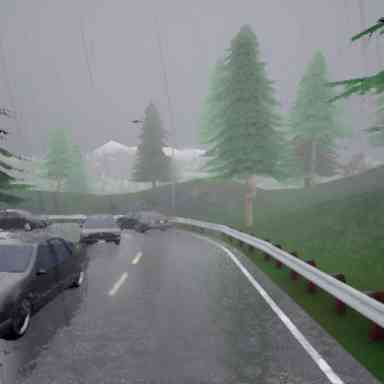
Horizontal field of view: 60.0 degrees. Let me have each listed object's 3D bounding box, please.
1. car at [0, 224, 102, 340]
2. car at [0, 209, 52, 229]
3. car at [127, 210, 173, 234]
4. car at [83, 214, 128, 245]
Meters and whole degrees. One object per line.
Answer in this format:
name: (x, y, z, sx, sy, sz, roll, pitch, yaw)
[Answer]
car: (-3.681, 1.701, 7.043, 2.033, 1.411, 5.357, -1, -1, -1)
car: (-12.587, 2.030, 23.977, 4.892, 1.490, 1.837, -1, -1, 9)
car: (-3.337, 1.875, 21.740, 2.033, 1.411, 5.357, 0, -1, -38)
car: (-4.748, 1.844, 17.191, 2.033, 1.411, 5.357, -1, -1, -17)
